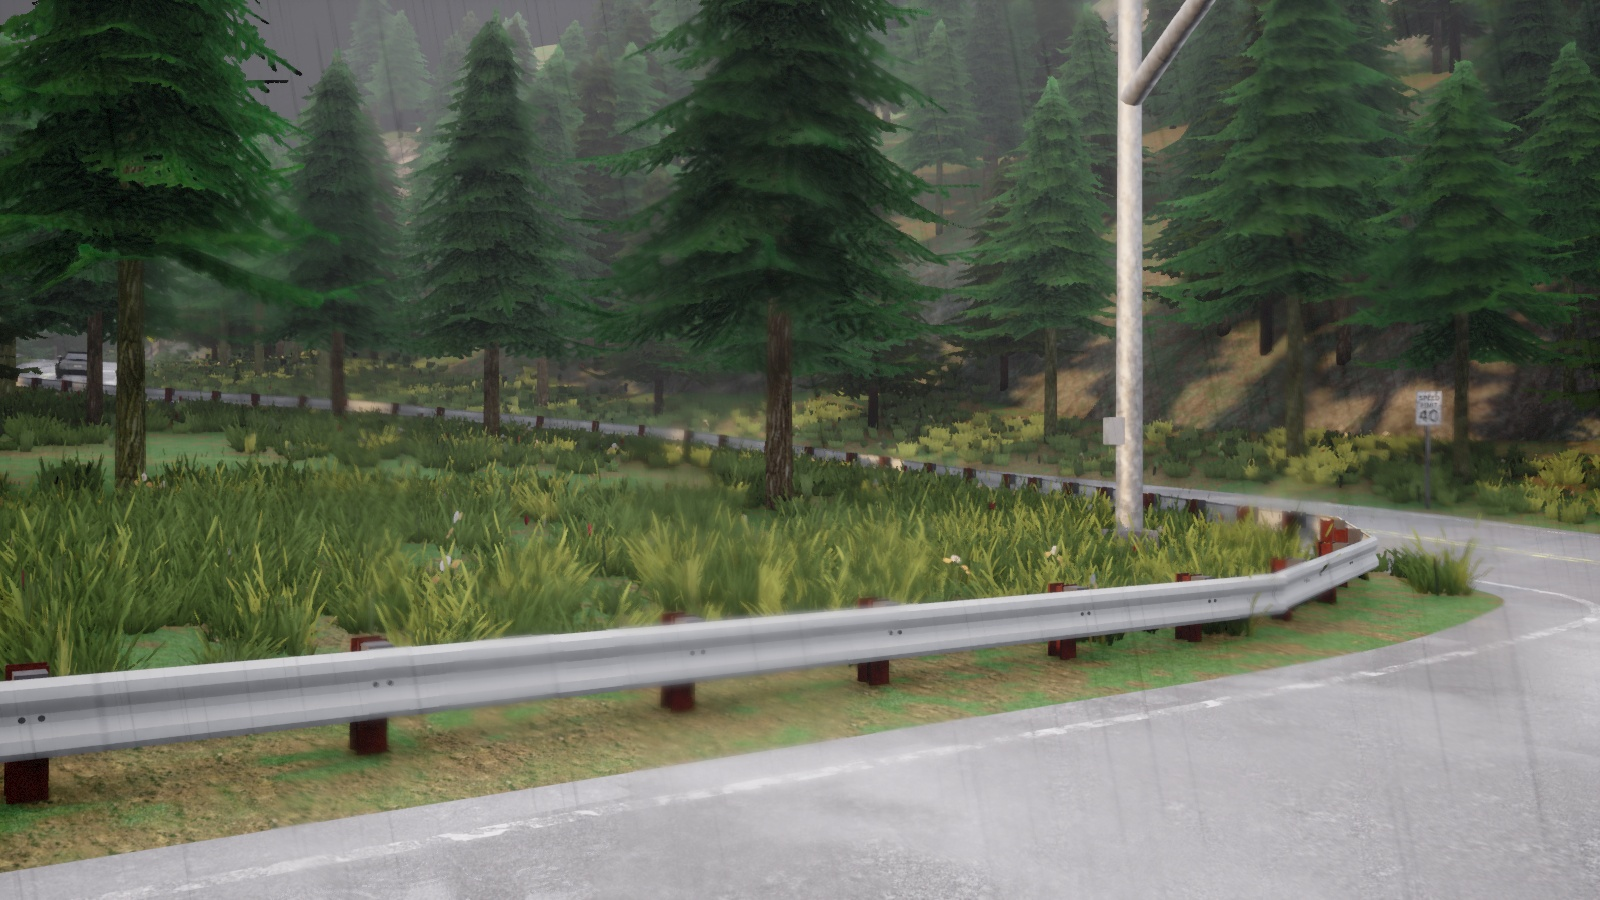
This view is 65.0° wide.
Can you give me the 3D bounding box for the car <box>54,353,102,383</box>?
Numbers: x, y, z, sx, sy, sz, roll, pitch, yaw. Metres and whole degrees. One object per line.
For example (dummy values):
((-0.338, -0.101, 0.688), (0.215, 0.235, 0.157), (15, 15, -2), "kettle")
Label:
((-36.865, -4.199, 64.221), (1.994, 1.385, 4.181), (0, 5, -28), "car")
